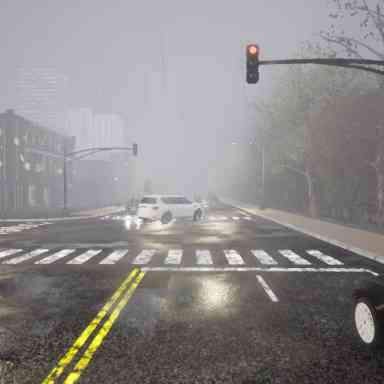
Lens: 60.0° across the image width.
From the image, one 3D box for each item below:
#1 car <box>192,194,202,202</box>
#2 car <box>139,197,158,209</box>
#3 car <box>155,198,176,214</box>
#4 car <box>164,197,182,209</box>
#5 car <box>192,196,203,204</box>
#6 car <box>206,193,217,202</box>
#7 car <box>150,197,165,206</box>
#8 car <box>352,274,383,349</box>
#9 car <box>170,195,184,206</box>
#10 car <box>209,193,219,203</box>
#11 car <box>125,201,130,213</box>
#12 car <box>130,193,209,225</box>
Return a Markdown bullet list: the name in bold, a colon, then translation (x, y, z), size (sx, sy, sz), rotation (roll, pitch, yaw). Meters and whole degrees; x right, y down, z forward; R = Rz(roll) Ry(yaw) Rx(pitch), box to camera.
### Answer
- **car**: translation (1.176, 1.324, 77.107), size (2.097, 1.767, 4.553), rotation (0, 0, 1)
- **car**: translation (-5.886, 1.462, 45.876), size (1.882, 1.535, 5.008), rotation (0, 0, 1)
- **car**: translation (-2.831, 1.480, 36.692), size (2.128, 1.511, 4.902), rotation (0, 0, -2)
- **car**: translation (-2.631, 1.476, 46.199), size (2.128, 1.511, 4.902), rotation (0, 0, 1)
- **car**: translation (1.116, 1.522, 66.551), size (2.033, 1.411, 5.357), rotation (0, 0, 1)
- **car**: translation (4.419, 1.194, 76.625), size (2.150, 2.045, 5.566), rotation (0, 0, 1)
- **car**: translation (-5.716, 1.544, 55.927), size (1.994, 1.385, 4.181), rotation (0, 0, 2)
- **car**: translation (3.396, 1.477, 3.207), size (1.882, 1.535, 5.008), rotation (0, 0, 1)
- **car**: translation (-2.473, 1.331, 56.490), size (2.097, 1.767, 4.553), rotation (0, 0, 1)
- **car**: translation (4.359, 1.479, 66.163), size (1.837, 1.490, 4.892), rotation (0, 0, 1)
- **car**: translation (-6.048, 1.480, 36.364), size (2.128, 1.511, 4.902), rotation (0, 0, -1)
- **car**: translation (-1.482, 1.217, 24.305), size (2.150, 2.045, 5.566), rotation (1, 1, 41)
